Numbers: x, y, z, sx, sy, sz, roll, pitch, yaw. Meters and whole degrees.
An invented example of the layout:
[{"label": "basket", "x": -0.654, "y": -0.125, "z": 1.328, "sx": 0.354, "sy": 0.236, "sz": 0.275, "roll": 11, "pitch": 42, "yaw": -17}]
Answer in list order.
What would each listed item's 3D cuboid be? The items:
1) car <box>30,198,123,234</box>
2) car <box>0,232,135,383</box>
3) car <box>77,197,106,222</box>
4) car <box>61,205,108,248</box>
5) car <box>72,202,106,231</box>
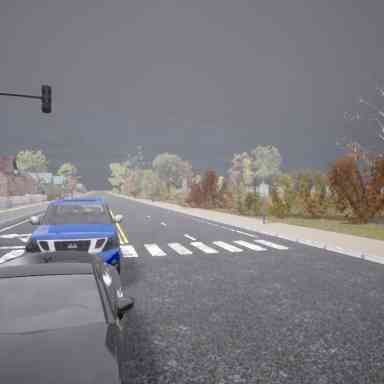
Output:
[{"label": "car", "x": -3.364, "y": 1.218, "z": 9.951, "sx": 2.150, "sy": 2.045, "sz": 5.566, "roll": 0, "pitch": 0, "yaw": -15}, {"label": "car", "x": -1.700, "y": 1.524, "z": 3.868, "sx": 1.812, "sy": 1.442, "sz": 4.674, "roll": 0, "pitch": 0, "yaw": -13}, {"label": "car", "x": -8.219, "y": 1.337, "z": 27.482, "sx": 2.097, "sy": 1.767, "sz": 4.553, "roll": 0, "pitch": 0, "yaw": -16}, {"label": "car", "x": -5.045, "y": 1.498, "z": 16.016, "sx": 1.837, "sy": 1.490, "sz": 4.892, "roll": 0, "pitch": 0, "yaw": -15}, {"label": "car", "x": -6.636, "y": 1.468, "z": 21.755, "sx": 1.882, "sy": 1.535, "sz": 5.008, "roll": 0, "pitch": 0, "yaw": -16}]
